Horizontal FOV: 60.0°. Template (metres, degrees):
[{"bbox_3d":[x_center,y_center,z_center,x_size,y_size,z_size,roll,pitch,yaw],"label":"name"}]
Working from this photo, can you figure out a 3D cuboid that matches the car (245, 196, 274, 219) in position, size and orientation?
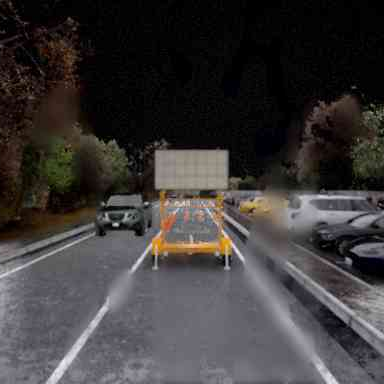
[{"bbox_3d":[6.724,1.291,23.157,5.366,1.575,1.946,0,1,0],"label":"car"}]

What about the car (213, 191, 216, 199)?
[{"bbox_3d":[7.037,0.973,62.010,5.366,1.575,1.946,0,0,0],"label":"car"}]

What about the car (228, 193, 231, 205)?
[{"bbox_3d":[7.073,1.139,39.800,4.792,1.488,2.163,0,0,0],"label":"car"}]

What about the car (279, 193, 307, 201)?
[{"bbox_3d":[20.340,0.936,67.329,5.008,1.535,2.097,0,0,0],"label":"car"}]

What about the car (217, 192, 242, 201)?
[{"bbox_3d":[7.213,0.833,64.784,4.553,1.767,2.185,0,0,0],"label":"car"}]

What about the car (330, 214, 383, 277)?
[{"bbox_3d":[6.769,1.528,9.277,4.792,1.488,2.163,0,1,0],"label":"car"}]

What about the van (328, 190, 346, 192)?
[{"bbox_3d":[20.261,0.860,42.396,4.442,1.987,1.878,0,0,0],"label":"van"}]

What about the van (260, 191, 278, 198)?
[{"bbox_3d":[20.641,0.738,89.470,4.442,1.987,1.878,0,-1,0],"label":"van"}]

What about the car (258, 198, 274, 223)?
[{"bbox_3d":[6.894,1.336,20.380,4.892,1.521,2.231,0,1,0],"label":"car"}]

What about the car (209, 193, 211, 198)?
[{"bbox_3d":[7.385,0.624,78.663,5.566,2.045,2.435,0,0,0],"label":"car"}]

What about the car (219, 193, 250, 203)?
[{"bbox_3d":[7.184,1.010,56.456,4.892,1.521,2.231,0,0,0],"label":"car"}]

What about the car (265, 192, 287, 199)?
[{"bbox_3d":[20.462,0.880,81.160,5.008,1.535,2.097,0,-1,0],"label":"car"}]

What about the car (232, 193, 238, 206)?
[{"bbox_3d":[6.993,1.152,34.247,4.892,1.521,2.231,0,1,0],"label":"car"}]

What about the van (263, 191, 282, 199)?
[{"bbox_3d":[20.362,0.682,83.933,4.442,1.987,1.878,0,-1,0],"label":"van"}]

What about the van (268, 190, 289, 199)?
[{"bbox_3d":[20.319,0.643,78.542,4.442,1.987,1.878,0,0,0],"label":"van"}]

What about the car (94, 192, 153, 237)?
[{"bbox_3d":[-3.346,1.047,17.374,2.150,2.045,5.566,0,1,0],"label":"car"}]

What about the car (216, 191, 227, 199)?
[{"bbox_3d":[6.970,1.023,53.682,5.366,1.575,1.946,0,0,0],"label":"car"}]

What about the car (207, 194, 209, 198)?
[{"bbox_3d":[7.496,1.028,95.301,5.008,1.535,2.097,0,-1,0],"label":"car"}]

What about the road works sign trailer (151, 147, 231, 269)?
[{"bbox_3d":[-0.015,0.356,10.692,2.380,3.560,2.880,0,1,0],"label":"road works sign trailer"}]

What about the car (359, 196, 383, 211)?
[{"bbox_3d":[20.107,1.174,34.091,4.792,1.488,2.163,0,0,0],"label":"car"}]

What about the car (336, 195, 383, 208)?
[{"bbox_3d":[20.128,1.102,39.628,5.008,1.535,2.097,0,0,0],"label":"car"}]

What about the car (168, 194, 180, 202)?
[{"bbox_3d":[-3.144,1.059,59.228,1.994,1.385,4.181,0,0,1],"label":"car"}]

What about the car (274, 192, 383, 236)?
[{"bbox_3d":[6.871,1.165,14.824,5.566,2.045,2.435,0,1,0],"label":"car"}]

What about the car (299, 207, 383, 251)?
[{"bbox_3d":[6.826,1.457,12.052,5.008,1.535,2.097,0,1,0],"label":"car"}]

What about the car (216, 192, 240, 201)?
[{"bbox_3d":[7.236,0.817,67.560,4.553,1.767,2.185,0,0,0],"label":"car"}]

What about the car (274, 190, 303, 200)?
[{"bbox_3d":[20.340,0.667,70.223,5.566,2.045,2.435,0,0,0],"label":"car"}]

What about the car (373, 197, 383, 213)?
[{"bbox_3d":[20.086,1.202,31.452,4.792,1.488,2.163,0,1,0],"label":"car"}]

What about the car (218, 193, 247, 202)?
[{"bbox_3d":[7.194,0.993,59.232,4.892,1.521,2.231,0,0,0],"label":"car"}]

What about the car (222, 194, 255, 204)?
[{"bbox_3d":[7.104,1.072,50.905,4.792,1.488,2.163,0,0,0],"label":"car"}]

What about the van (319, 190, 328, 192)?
[{"bbox_3d":[20.050,0.843,45.168,4.442,1.987,1.878,0,0,0],"label":"van"}]

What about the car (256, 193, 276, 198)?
[{"bbox_3d":[20.540,0.992,92.239,4.892,1.521,2.231,0,-1,0],"label":"car"}]

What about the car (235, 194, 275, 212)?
[{"bbox_3d":[6.770,1.210,28.829,5.366,1.575,1.946,0,1,0],"label":"car"}]

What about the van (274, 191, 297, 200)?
[{"bbox_3d":[20.508,0.676,72.992,4.442,1.987,1.878,0,0,0],"label":"van"}]

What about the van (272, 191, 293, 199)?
[{"bbox_3d":[20.529,0.660,75.637,4.442,1.987,1.878,0,0,0],"label":"van"}]

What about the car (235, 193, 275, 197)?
[{"bbox_3d":[7.162,1.177,31.479,5.366,1.575,1.946,0,1,0],"label":"car"}]

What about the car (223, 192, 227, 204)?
[{"bbox_3d":[7.059,1.105,45.353,4.792,1.488,2.163,0,0,0],"label":"car"}]

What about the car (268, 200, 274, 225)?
[{"bbox_3d":[7.051,1.373,17.602,5.366,1.575,1.946,0,1,0],"label":"car"}]

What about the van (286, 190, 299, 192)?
[{"bbox_3d":[20.418,0.743,61.912,4.442,1.987,1.878,0,0,0],"label":"van"}]

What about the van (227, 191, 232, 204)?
[{"bbox_3d":[7.183,0.866,42.574,4.442,1.987,1.878,0,0,0],"label":"van"}]

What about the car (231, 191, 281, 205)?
[{"bbox_3d":[7.053,1.003,37.025,4.553,1.767,2.185,0,0,0],"label":"car"}]

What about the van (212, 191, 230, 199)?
[{"bbox_3d":[7.284,0.690,84.200,4.442,1.987,1.878,0,-1,0],"label":"van"}]

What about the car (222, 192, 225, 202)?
[{"bbox_3d":[7.082,1.089,48.129,4.792,1.488,2.163,0,0,0],"label":"car"}]
